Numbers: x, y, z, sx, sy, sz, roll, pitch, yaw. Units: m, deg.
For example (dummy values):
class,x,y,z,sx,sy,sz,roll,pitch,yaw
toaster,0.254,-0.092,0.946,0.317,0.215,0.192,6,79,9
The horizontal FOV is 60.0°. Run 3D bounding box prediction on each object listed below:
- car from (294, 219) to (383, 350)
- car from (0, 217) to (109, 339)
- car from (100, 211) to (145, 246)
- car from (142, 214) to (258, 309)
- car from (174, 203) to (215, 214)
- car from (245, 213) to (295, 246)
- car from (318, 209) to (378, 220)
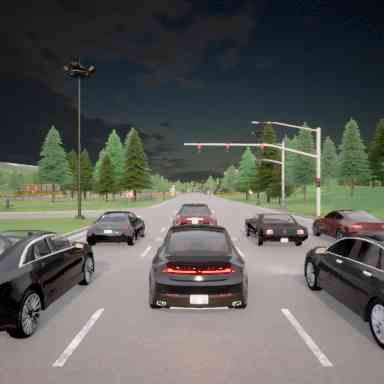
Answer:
class,x,y,z,sx,sy,sz,roll,pitch,yaw
car,3.614,1.505,6.150,1.837,1.490,4.892,0,0,0
car,-3.385,1.492,6.558,2.128,1.511,4.902,0,0,0
car,-3.367,1.564,15.363,1.994,1.385,4.181,0,0,0
car,0.118,1.505,7.851,1.837,1.490,4.892,0,0,0
car,0.135,1.352,16.988,2.097,1.767,4.553,0,0,0
car,3.632,1.601,15.251,1.895,1.301,4.718,0,0,0
car,7.132,1.526,15.327,1.812,1.442,4.674,0,0,0
